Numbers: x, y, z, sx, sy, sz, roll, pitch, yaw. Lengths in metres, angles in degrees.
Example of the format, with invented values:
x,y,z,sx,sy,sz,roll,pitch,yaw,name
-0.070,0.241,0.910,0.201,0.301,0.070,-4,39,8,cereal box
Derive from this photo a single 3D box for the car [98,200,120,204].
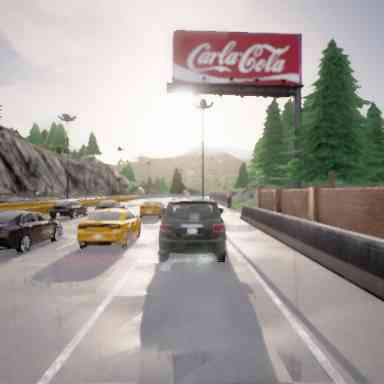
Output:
x,y,z,sx,sy,sz,roll,pitch,yaw,name
-6.985,1.489,28.509,1.837,1.490,4.892,0,0,0,car

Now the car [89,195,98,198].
x,y,z,sx,sy,sz,roll,pitch,yaw,name
-21.278,1.480,71.218,1.812,1.442,4.674,0,0,-1,car

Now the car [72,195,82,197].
x,y,z,sx,sy,sz,roll,pitch,yaw,name
-24.779,1.481,71.304,2.128,1.511,4.902,0,0,-1,car

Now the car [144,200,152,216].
x,y,z,sx,sy,sz,roll,pitch,yaw,name
-3.477,1.460,29.687,1.882,1.535,5.008,0,0,0,car

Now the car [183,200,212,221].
x,y,z,sx,sy,sz,roll,pitch,yaw,name
0.572,1.489,28.464,1.837,1.490,4.892,0,0,9,car

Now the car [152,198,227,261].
x,y,z,sx,sy,sz,roll,pitch,yaw,name
0.031,1.216,12.328,2.150,2.045,5.566,0,0,0,car

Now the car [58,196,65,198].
x,y,z,sx,sy,sz,roll,pitch,yaw,name
-28.282,1.495,71.496,2.033,1.411,5.357,0,0,-1,car

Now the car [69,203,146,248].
x,y,z,sx,sy,sz,roll,pitch,yaw,name
-3.453,1.468,14.683,1.882,1.535,5.008,0,0,0,car

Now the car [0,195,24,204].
x,y,z,sx,sy,sz,roll,pitch,yaw,name
-24.572,1.496,46.650,1.812,1.442,4.674,0,0,1,car

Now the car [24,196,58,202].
x,y,z,sx,sy,sz,roll,pitch,yaw,name
-21.070,1.496,46.565,1.812,1.442,4.674,0,0,1,car

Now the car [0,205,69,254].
x,y,z,sx,sy,sz,roll,pitch,yaw,name
-6.960,1.498,13.509,1.837,1.490,4.892,0,0,0,car

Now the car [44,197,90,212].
x,y,z,sx,sy,sz,roll,pitch,yaw,name
-10.485,1.488,28.513,1.837,1.490,4.892,0,0,0,car
